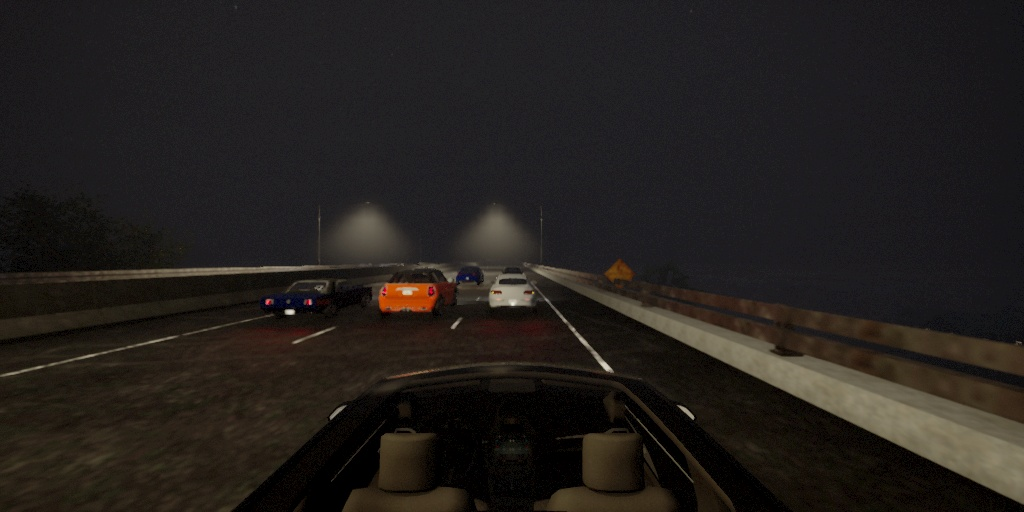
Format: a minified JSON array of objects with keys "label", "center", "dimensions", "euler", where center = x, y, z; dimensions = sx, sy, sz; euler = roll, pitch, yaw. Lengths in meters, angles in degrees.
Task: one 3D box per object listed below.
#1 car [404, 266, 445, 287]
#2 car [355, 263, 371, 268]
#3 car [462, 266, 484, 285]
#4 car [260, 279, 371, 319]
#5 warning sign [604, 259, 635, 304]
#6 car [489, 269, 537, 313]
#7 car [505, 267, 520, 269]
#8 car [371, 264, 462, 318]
[{"label":"car","center":[-6.958,1.603,29.106],"dimensions":[2.128,1.511,4.902],"euler":[0,-1,1]},{"label":"car","center":[-24.530,1.993,59.758],"dimensions":[2.128,1.511,4.902],"euler":[0,-1,1]},{"label":"car","center":[-3.447,1.604,30.302],"dimensions":[1.882,1.535,5.008],"euler":[0,0,0]},{"label":"car","center":[-6.961,1.508,13.502],"dimensions":[1.895,1.301,4.718],"euler":[0,-1,0]},{"label":"warning sign","center":[4.551,1.046,15.215],"dimensions":[1.300,1.860,1.060],"euler":[0,0,0]},{"label":"car","center":[0.051,1.451,14.863],"dimensions":[1.812,1.442,4.674],"euler":[0,-1,0]},{"label":"car","center":[0.049,1.647,29.869],"dimensions":[1.812,1.442,4.674],"euler":[0,-1,0]},{"label":"car","center":[-3.456,1.266,14.018],"dimensions":[2.097,1.767,4.553],"euler":[0,-1,1]}]
